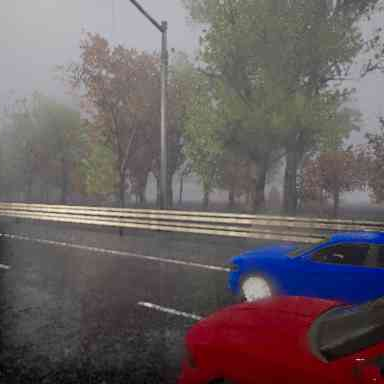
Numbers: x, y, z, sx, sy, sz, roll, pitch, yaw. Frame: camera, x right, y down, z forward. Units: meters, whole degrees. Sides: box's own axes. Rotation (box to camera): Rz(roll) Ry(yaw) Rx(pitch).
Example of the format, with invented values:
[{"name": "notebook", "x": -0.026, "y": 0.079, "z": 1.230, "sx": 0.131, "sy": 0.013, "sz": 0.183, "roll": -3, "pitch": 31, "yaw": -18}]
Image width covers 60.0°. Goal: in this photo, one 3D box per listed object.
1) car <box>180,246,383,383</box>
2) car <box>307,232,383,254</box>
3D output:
[{"name": "car", "x": 2.199, "y": 1.479, "z": 2.415, "sx": 5.008, "sy": 1.535, "sz": 1.882, "roll": 0, "pitch": 0, "yaw": 35}, {"name": "car", "x": 3.072, "y": 1.474, "z": 6.078, "sx": 5.008, "sy": 1.535, "sz": 1.882, "roll": 0, "pitch": 0, "yaw": 35}]
